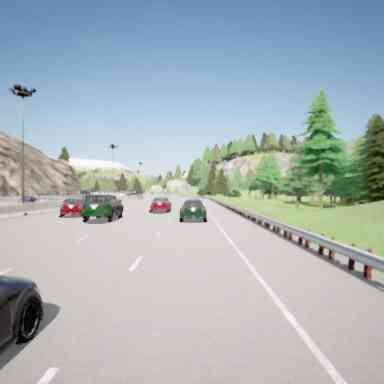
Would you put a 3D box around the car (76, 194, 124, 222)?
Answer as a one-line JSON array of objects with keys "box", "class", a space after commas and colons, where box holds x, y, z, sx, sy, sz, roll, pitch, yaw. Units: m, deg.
[{"box": [-6.895, 1.185, 26.079, 2.150, 2.045, 5.566, 0, 0, 0], "class": "car"}]

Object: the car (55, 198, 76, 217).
[{"box": [-10.394, 1.309, 30.657, 2.097, 1.767, 4.553, 0, 0, 0], "class": "car"}]

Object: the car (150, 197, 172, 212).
[{"box": [-3.394, 1.299, 37.127, 2.097, 1.767, 4.553, 0, 0, 0], "class": "car"}]

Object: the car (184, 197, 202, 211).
[{"box": [0.100, 1.434, 41.660, 2.128, 1.511, 4.902, 0, 0, 0], "class": "car"}]

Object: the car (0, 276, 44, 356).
[{"box": [-3.399, 1.559, 3.740, 1.994, 1.385, 4.181, 0, 0, 0], "class": "car"}]

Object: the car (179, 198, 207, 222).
[{"box": [0.098, 1.314, 26.353, 2.097, 1.767, 4.553, 0, 0, 0], "class": "car"}]
